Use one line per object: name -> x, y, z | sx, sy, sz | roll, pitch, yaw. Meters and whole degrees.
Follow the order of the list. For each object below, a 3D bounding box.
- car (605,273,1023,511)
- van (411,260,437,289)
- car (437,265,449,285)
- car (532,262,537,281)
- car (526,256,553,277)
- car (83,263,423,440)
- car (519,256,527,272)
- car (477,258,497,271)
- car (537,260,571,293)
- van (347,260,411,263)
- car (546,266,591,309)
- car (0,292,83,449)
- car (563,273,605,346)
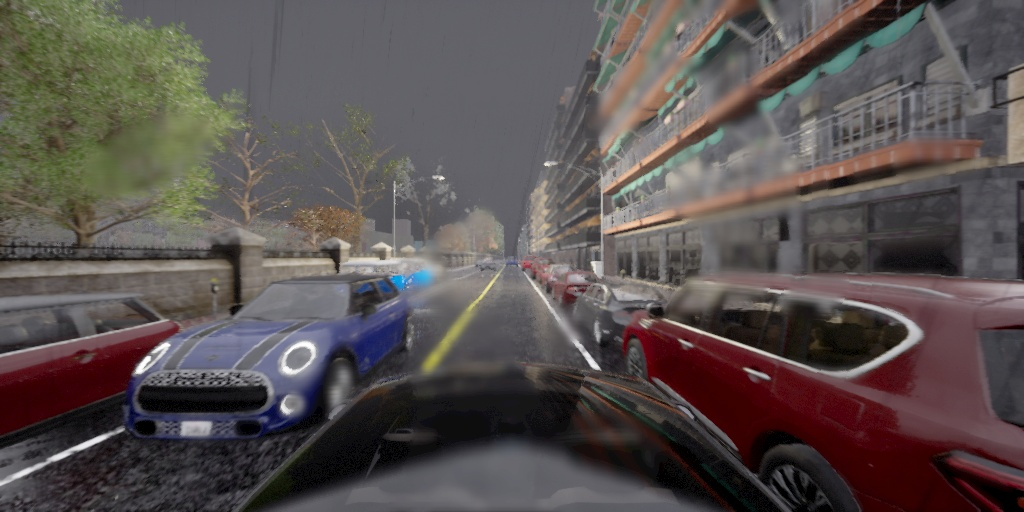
car -> 2.691, 1.064, 3.506 | 2.192, 1.841, 5.009 | 0, 0, 0
van -> -5.690, 1.088, 20.395 | 1.690, 1.789, 3.998 | 0, 0, 0
car -> -5.691, 1.300, 26.025 | 2.007, 1.370, 4.403 | 0, 0, 0
car -> 2.690, 1.331, 26.026 | 1.802, 1.307, 4.207 | 0, 0, 0
car -> 2.690, 1.067, 31.655 | 2.192, 1.841, 5.009 | 0, 0, 0
car -> -3.099, 1.100, 5.764 | 2.097, 1.767, 4.553 | 0, 0, 0
car -> 2.391, 0.993, 47.396 | 2.150, 2.045, 5.566 | 0, 0, 0
car -> -3.077, 1.329, 47.530 | 1.994, 1.385, 4.181 | 0, 0, 0
car -> 2.690, 1.187, 20.395 | 1.967, 1.591, 4.097 | 0, 0, 0
van -> -5.690, 1.088, 14.765 | 1.690, 1.789, 3.998 | 0, 0, 0
car -> 2.690, 1.292, 14.766 | 1.888, 1.381, 4.507 | 0, 0, 0
car -> -5.689, 1.189, 3.505 | 1.967, 1.591, 4.097 | 0, 0, 0
car -> 2.691, 1.298, 9.136 | 2.007, 1.370, 4.403 | 0, 0, 0
